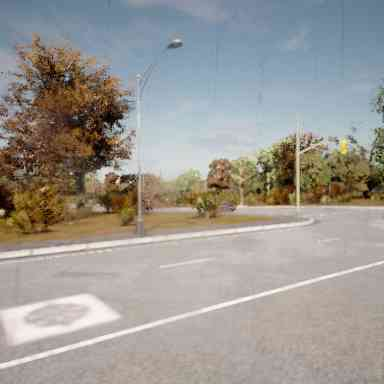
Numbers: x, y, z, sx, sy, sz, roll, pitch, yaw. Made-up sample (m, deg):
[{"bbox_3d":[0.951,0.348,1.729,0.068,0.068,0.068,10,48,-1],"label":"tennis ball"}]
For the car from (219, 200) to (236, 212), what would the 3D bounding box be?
[{"bbox_3d":[3.234,1.596,38.485,1.994,1.385,4.181,-1,-2,-32],"label":"car"}]
